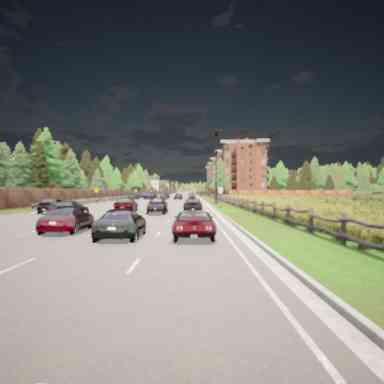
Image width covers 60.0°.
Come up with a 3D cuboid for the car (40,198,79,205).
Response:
[{"bbox_3d":[-10.407,1.456,28.091,2.033,1.411,5.357,0,0,0],"label":"car"}]

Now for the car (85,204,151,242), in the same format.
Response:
[{"bbox_3d":[-3.404,1.512,16.107,1.994,1.385,4.181,0,0,0],"label":"car"}]

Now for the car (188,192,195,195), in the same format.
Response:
[{"bbox_3d":[-0.015,1.324,81.702,1.895,1.301,4.718,0,0,0],"label":"car"}]

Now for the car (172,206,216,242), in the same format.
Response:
[{"bbox_3d":[0.097,1.549,16.129,1.895,1.301,4.718,0,0,0],"label":"car"}]

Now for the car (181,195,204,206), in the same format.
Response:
[{"bbox_3d":[0.093,1.396,33.588,1.837,1.490,4.892,0,0,0],"label":"car"}]

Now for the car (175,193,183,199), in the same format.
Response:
[{"bbox_3d":[-3.525,1.032,91.733,1.882,1.535,5.008,0,0,0],"label":"car"}]

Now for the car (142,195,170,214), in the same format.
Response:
[{"bbox_3d":[-3.407,1.383,33.504,2.128,1.511,4.902,0,0,0],"label":"car"}]

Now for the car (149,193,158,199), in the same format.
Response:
[{"bbox_3d":[-10.525,1.055,91.711,1.837,1.490,4.892,0,0,0],"label":"car"}]

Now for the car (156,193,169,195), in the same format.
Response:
[{"bbox_3d":[-7.015,1.255,81.254,2.033,1.411,5.357,0,0,0],"label":"car"}]

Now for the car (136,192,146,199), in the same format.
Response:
[{"bbox_3d":[-14.025,0.910,91.669,2.097,1.767,4.553,0,0,0],"label":"car"}]

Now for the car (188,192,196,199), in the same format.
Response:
[{"bbox_3d":[-0.025,0.910,91.714,2.097,1.767,4.553,0,0,0],"label":"car"}]

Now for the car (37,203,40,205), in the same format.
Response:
[{"bbox_3d":[-13.907,1.396,33.604,1.837,1.490,4.892,0,0,0],"label":"car"}]

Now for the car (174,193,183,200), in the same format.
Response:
[{"bbox_3d":[-3.515,1.254,81.671,2.128,1.511,4.902,0,0,0],"label":"car"}]

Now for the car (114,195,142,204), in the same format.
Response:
[{"bbox_3d":[-6.907,1.364,35.071,1.882,1.535,5.008,0,0,0],"label":"car"}]

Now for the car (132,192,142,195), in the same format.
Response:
[{"bbox_3d":[-14.015,1.270,81.286,2.033,1.411,5.357,0,0,0],"label":"car"}]

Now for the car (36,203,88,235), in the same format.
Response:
[{"bbox_3d":[-6.904,1.504,18.479,1.994,1.385,4.181,0,0,0],"label":"car"}]

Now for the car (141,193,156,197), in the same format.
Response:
[{"bbox_3d":[-10.515,1.206,81.670,1.882,1.535,5.008,0,0,0],"label":"car"}]

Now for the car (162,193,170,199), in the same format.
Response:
[{"bbox_3d":[-7.025,1.055,91.722,1.837,1.490,4.892,0,0,0],"label":"car"}]
